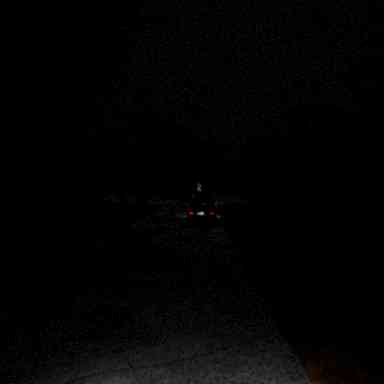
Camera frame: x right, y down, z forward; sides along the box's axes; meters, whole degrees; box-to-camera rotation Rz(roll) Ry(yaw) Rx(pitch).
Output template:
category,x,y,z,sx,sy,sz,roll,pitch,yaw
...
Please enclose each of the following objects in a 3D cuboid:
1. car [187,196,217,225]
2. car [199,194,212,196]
category,x,y,z,sx,sy,sz,roll,pitch,yaw
car,0.629,1.201,21.062,2.033,1.411,5.357,0,1,2
car,1.541,0.927,37.273,1.895,1.301,4.718,0,1,6
